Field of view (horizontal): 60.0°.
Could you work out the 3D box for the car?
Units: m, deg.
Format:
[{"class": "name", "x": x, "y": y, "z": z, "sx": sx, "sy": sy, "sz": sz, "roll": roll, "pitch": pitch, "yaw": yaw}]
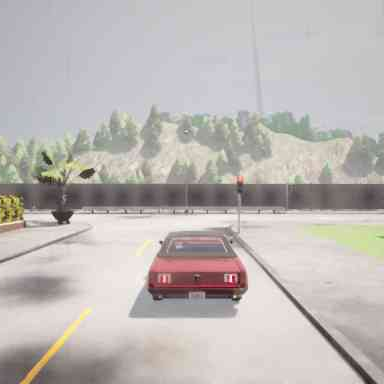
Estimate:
[{"class": "car", "x": 0.101, "y": 1.601, "z": 8.279, "sx": 1.895, "sy": 1.301, "sz": 4.718, "roll": 0, "pitch": 0, "yaw": 0}]
